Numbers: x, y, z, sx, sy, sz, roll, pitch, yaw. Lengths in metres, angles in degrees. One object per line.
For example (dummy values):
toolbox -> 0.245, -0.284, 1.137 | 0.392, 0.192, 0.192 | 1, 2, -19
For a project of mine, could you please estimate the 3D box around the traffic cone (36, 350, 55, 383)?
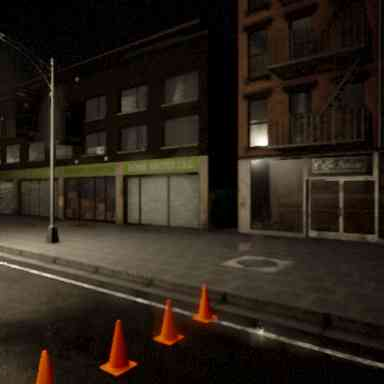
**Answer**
traffic cone -> -1.517, 1.934, 3.431 | 0.340, 0.580, 0.340 | 0, 0, 36

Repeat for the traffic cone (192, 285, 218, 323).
traffic cone -> 0.229, 1.935, 5.870 | 0.340, 0.580, 0.340 | 0, 0, 36

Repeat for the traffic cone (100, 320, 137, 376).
traffic cone -> -0.935, 1.935, 4.244 | 0.340, 0.580, 0.340 | 0, 0, 36

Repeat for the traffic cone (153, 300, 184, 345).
traffic cone -> -0.353, 1.935, 5.057 | 0.340, 0.580, 0.340 | 0, 0, 36
